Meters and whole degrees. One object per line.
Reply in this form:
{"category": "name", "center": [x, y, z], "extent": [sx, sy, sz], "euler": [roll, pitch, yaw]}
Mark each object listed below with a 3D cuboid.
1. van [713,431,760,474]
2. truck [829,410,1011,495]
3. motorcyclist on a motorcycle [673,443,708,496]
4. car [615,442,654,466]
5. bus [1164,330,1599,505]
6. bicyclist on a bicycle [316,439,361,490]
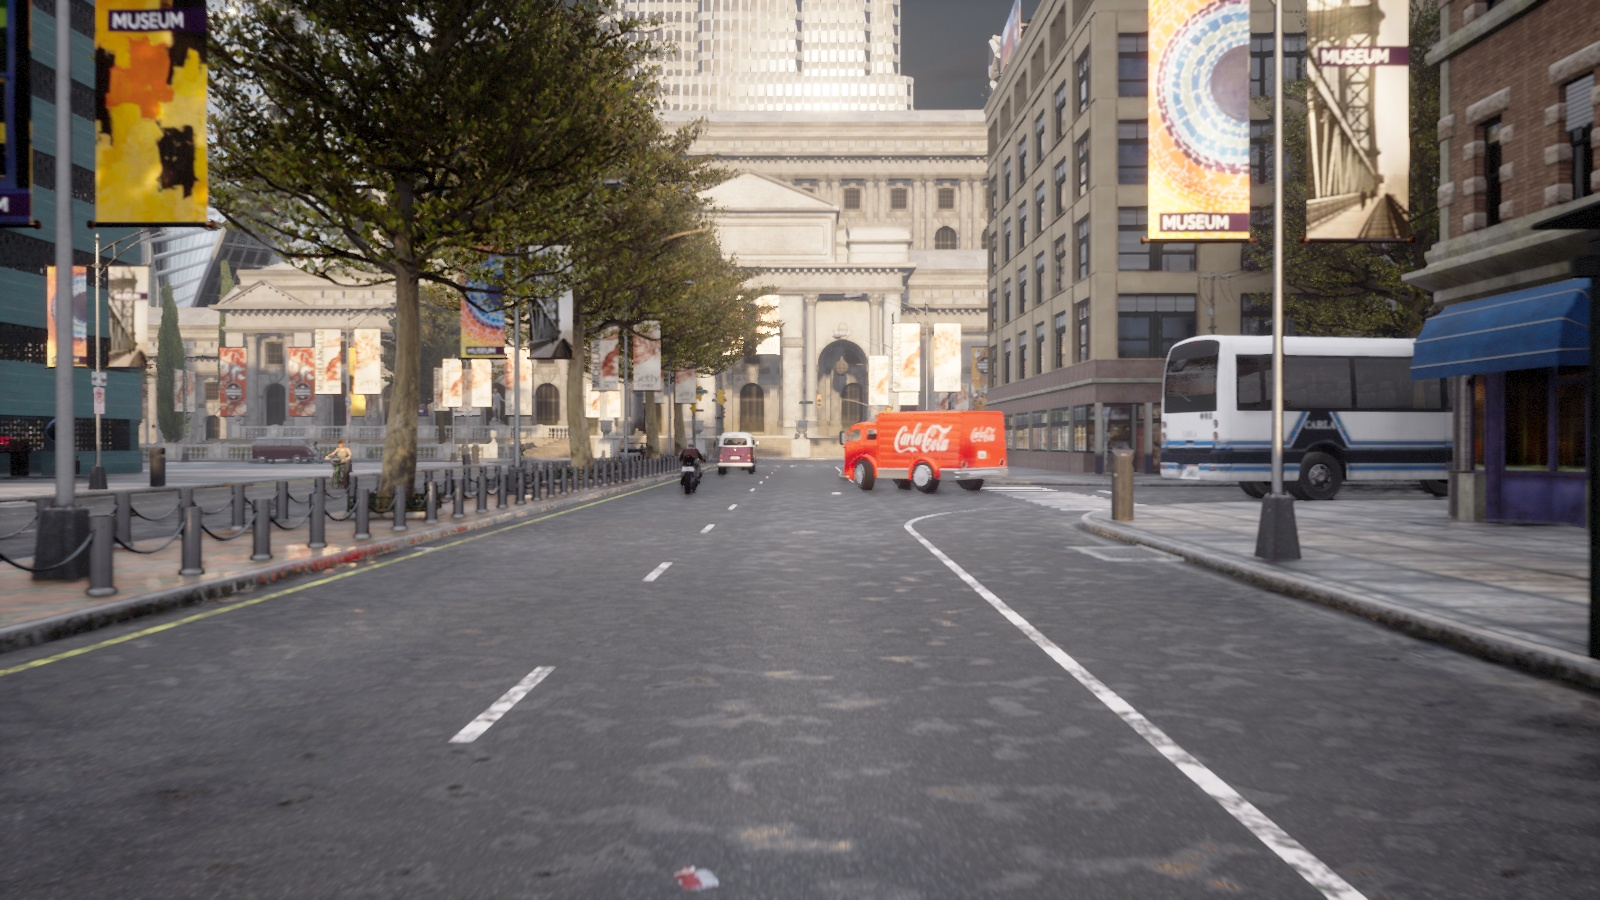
{"category": "van", "center": [-3.129, 0.114, 62.714], "extent": [2.069, 2.038, 4.480], "euler": [0, 0, 0]}
{"category": "truck", "center": [3.666, 0.040, 39.136], "extent": [2.627, 2.467, 5.204], "euler": [-2, 1, -43]}
{"category": "motorcyclist on a motorcycle", "center": [-3.271, 0.566, 37.756], "extent": [0.866, 1.530, 2.191], "euler": [0, 0, 0]}
{"category": "car", "center": [-10.917, 0.248, 83.095], "extent": [1.789, 1.549, 3.705], "euler": [0, 0, 6]}
{"category": "bus", "center": [15.373, -0.806, 33.404], "extent": [10.273, 4.253, 3.944], "euler": [0, 0, -11]}
{"category": "bicyclist on a bicycle", "center": [-14.753, 0.445, 40.164], "extent": [0.866, 1.612, 1.509], "euler": [0, 0, 1]}
